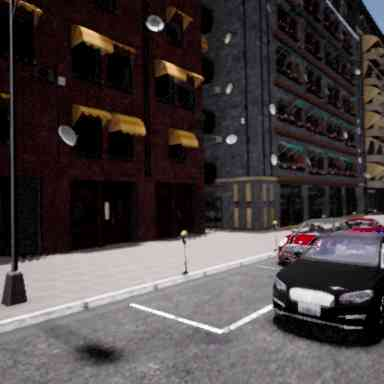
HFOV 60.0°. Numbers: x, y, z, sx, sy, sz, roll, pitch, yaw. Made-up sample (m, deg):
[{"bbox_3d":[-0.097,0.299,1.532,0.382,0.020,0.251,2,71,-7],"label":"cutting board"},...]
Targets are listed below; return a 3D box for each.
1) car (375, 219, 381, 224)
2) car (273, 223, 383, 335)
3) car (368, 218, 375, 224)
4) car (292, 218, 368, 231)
[{"bbox_3d":[10.172,1.537,14.825,2.150,2.045,5.566,-2,-2,41],"label":"car"},{"bbox_3d":[3.514,1.671,7.250,2.128,1.511,4.902,-2,-2,41],"label":"car"},{"bbox_3d":[8.533,1.975,16.687,1.802,1.307,4.206,-3,-3,41],"label":"car"},{"bbox_3d":[4.865,1.759,12.527,1.967,1.590,4.097,-3,-3,41],"label":"car"}]
